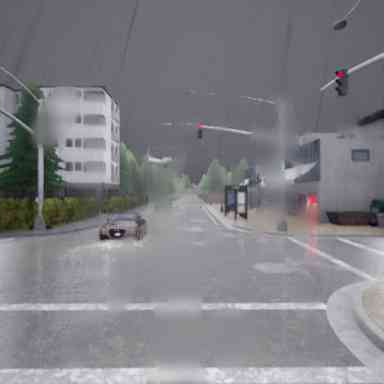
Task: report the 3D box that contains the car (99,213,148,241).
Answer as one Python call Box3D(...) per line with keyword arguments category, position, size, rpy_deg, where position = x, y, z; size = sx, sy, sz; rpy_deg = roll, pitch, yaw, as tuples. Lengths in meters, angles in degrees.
Box3D(category="car", position=(-3.488, 1.801, 17.541), size=(1.994, 1.385, 4.181), rpy_deg=(0, 0, 0))

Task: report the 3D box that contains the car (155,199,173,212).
Box3D(category="car", position=(-3.470, 1.698, 41.638), size=(1.837, 1.490, 4.892), rpy_deg=(0, 2, 0))
